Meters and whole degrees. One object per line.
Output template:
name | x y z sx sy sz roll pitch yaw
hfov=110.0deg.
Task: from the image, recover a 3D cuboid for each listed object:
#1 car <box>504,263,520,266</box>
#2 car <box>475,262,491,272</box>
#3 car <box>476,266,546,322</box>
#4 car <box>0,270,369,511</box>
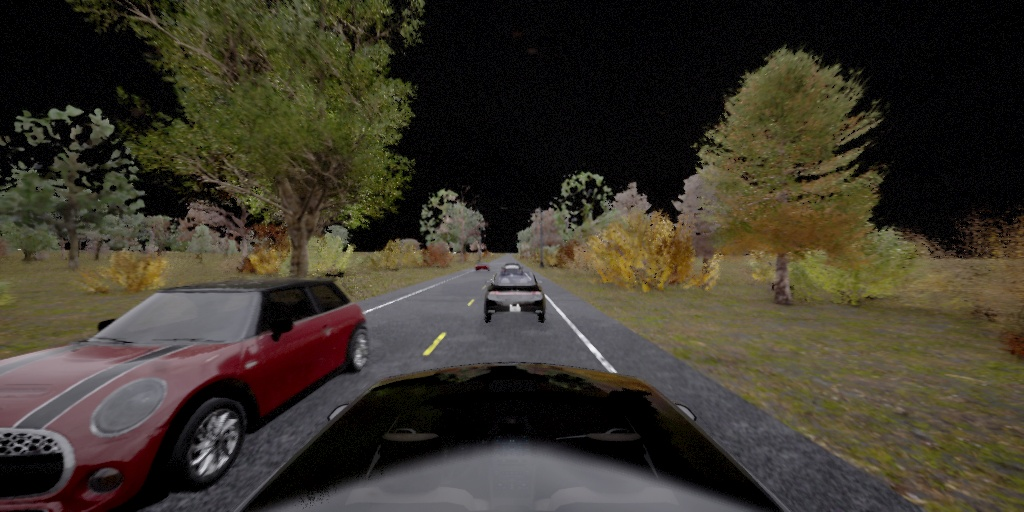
car | 0.005 1.319 29.942 1.812 1.442 4.674 0 0 0
car | -3.797 1.409 47.013 1.895 1.301 4.718 0 0 0
car | 0.083 1.261 12.365 2.128 1.511 4.902 0 0 0
car | -3.604 1.108 4.522 2.097 1.767 4.553 0 0 0
